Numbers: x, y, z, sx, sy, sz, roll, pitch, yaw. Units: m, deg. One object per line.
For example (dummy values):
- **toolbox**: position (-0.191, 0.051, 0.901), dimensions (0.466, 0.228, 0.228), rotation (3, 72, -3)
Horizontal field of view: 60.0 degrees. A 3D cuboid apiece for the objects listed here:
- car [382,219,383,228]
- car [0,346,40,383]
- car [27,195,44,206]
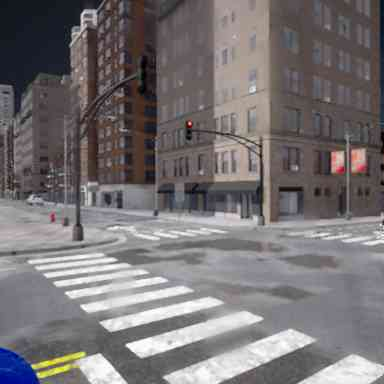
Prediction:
- **car**: position (14.510, 1.786, 22.103), dimensions (4.892, 1.490, 1.837), rotation (1, 0, -36)
- **car**: position (-3.211, 1.453, 1.158), dimensions (5.008, 1.535, 1.882), rotation (0, 0, -36)
- **car**: position (-29.657, 1.518, 62.943), dimensions (2.150, 2.045, 5.566), rotation (0, 0, -35)
